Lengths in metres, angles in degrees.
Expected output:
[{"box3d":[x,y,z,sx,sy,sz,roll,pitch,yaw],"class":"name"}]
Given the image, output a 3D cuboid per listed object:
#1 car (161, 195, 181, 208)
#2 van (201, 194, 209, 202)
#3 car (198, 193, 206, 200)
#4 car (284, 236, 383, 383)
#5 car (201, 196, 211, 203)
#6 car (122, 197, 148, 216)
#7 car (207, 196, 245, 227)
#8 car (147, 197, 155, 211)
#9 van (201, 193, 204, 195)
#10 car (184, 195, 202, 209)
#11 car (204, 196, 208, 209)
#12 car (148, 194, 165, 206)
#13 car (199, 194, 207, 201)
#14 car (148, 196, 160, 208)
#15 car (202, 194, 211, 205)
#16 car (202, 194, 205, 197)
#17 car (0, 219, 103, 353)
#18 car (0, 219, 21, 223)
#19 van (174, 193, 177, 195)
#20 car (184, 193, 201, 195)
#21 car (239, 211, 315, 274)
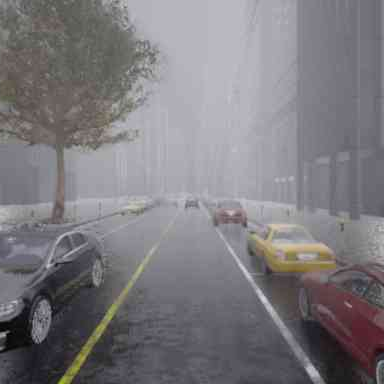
[{"box3d":[-3.072,1.508,49.134,1.812,1.442,4.674,0,0,0],"class":"car"},{"box3d":[2.761,1.324,72.587,1.690,1.788,3.998,0,0,0],"class":"van"},{"box3d":[2.761,1.304,95.297,2.192,1.841,5.009,0,0,0],"class":"car"},{"box3d":[2.762,1.579,4.456,1.802,1.307,4.206,0,0,0],"class":"car"},{"box3d":[2.762,1.528,66.910,1.887,1.381,4.507,0,0,0],"class":"car"},{"box3d":[-5.764,1.511,32.665,1.752,1.417,4.829,0,0,0],"class":"car"},{"box3d":[2.387,1.341,22.514,2.097,1.767,4.553,0,0,0],"class":"car"},{"box3d":[-5.763,1.567,38.513,1.802,1.307,4.206,0,0,0],"class":"car"},{"box3d":[2.761,1.324,61.232,1.690,1.788,3.998,0,0,0],"class":"van"},{"box3d":[0.021,1.490,43.961,1.837,1.490,4.892,0,0,1],"class":"car"},{"box3d":[2.762,1.536,38.521,2.008,1.369,4.403,0,0,0],"class":"car"},{"box3d":[-5.764,1.298,49.868,2.192,1.841,5.009,0,0,0],"class":"car"},{"box3d":[2.761,1.426,83.942,1.967,1.590,4.097,0,0,0],"class":"car"},{"box3d":[-5.764,1.566,44.190,1.802,1.307,4.206,0,0,0],"class":"car"},{"box3d":[2.761,1.424,44.198,1.967,1.590,4.097,0,0,0],"class":"car"},{"box3d":[2.762,1.533,55.555,2.008,1.369,4.403,0,0,0],"class":"car"},{"box3d":[-3.100,1.487,6.356,2.128,1.511,4.902,0,0,0],"class":"car"},{"box3d":[-5.763,1.545,10.126,2.008,1.369,4.403,0,0,0],"class":"car"},{"box3d":[-5.764,1.328,89.610,1.690,1.788,3.998,0,0,0],"class":"van"},{"box3d":[0.000,1.335,56.846,2.097,1.767,4.553,0,0,0],"class":"car"},{"box3d":[2.762,1.519,10.304,1.752,1.417,4.829,0,0,0],"class":"car"}]
